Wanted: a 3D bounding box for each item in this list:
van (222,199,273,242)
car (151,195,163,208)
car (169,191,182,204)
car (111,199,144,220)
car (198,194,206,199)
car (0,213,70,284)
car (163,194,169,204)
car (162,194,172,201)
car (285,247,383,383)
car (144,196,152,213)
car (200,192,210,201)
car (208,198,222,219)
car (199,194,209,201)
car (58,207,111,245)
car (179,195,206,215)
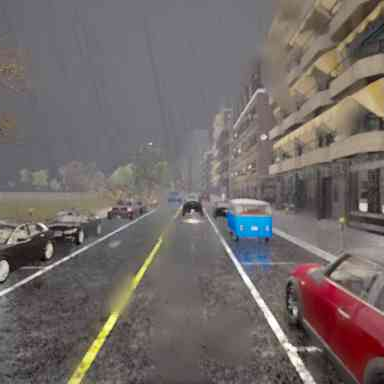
[{"bbox_3d":[2.569,1.250,15.526,1.690,1.788,3.998,1,0,0],"label":"van"},{"bbox_3d":[-5.325,1.192,43.191,1.967,1.590,4.097,1,0,0],"label":"car"},{"bbox_3d":[-2.837,0.901,56.089,2.150,2.045,5.566,0,0,1],"label":"car"},{"bbox_3d":[-5.318,1.288,26.229,1.967,1.590,4.097,1,0,0],"label":"car"},{"bbox_3d":[2.535,1.098,83.458,1.947,1.339,4.313,1,0,0],"label":"car"},{"bbox_3d":[-5.311,1.496,9.268,2.008,1.369,4.403,1,0,0],"label":"car"},{"bbox_3d":[-5.332,1.234,54.499,1.887,1.381,4.507,1,0,0],"label":"car"},{"bbox_3d":[-5.340,1.147,71.460,2.008,1.369,4.403,1,0,0],"label":"car"},{"bbox_3d":[2.573,1.415,4.205,1.967,1.590,4.097,1,0,0],"label":"car"},{"bbox_3d":[-5.322,1.382,31.884,1.947,1.339,4.313,1,0,0],"label":"car"},{"bbox_3d":[2.545,0.938,66.475,2.192,1.841,5.009,1,0,0],"label":"car"},{"bbox_3d":[2.561,1.410,26.849,1.947,1.339,4.313,1,0,0],"label":"car"},{"bbox_3d":[2.540,1.137,72.137,1.887,1.381,4.507,1,0,0],"label":"car"},{"bbox_3d":[-5.314,1.463,14.921,2.008,1.369,4.403,1,0,0],"label":"car"},{"bbox_3d":[0.058,1.327,31.028,1.837,1.490,4.892,0,1,0],"label":"car"}]
